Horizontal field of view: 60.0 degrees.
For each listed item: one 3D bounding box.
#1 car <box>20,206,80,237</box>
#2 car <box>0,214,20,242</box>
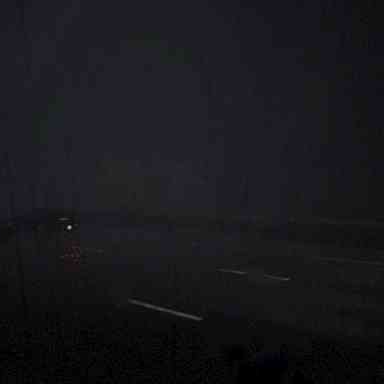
[{"bbox_3d":[-8.263,1.560,18.485,4.892,1.490,1.837,0,0,35],"label":"car"},{"bbox_3d":[-10.254,1.619,15.606,4.181,1.385,1.994,0,0,35],"label":"car"}]
